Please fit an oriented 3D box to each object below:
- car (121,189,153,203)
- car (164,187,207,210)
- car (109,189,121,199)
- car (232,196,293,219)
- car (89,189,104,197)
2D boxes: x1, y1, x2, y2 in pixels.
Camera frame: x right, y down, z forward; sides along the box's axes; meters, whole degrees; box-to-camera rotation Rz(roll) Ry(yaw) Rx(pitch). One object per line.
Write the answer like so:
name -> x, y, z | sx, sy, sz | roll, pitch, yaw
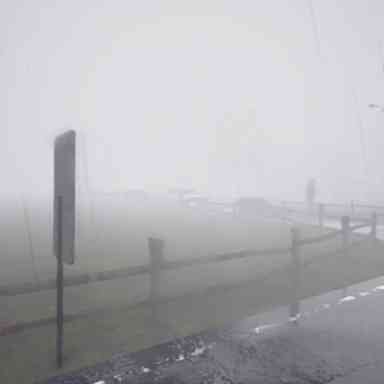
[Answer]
car -> -6.633, 0.474, 41.385 | 2.097, 1.767, 4.553 | 1, 1, -35
car -> -0.709, 0.581, 32.920 | 2.150, 2.045, 5.566 | 1, 1, -35
car -> -11.958, 0.326, 54.094 | 1.882, 1.535, 5.008 | 1, 1, -35
car -> 5.111, 1.073, 24.607 | 1.882, 1.535, 5.008 | 1, 1, -35
car -> -17.972, 0.104, 62.664 | 2.128, 1.511, 4.902 | 1, 1, -35
